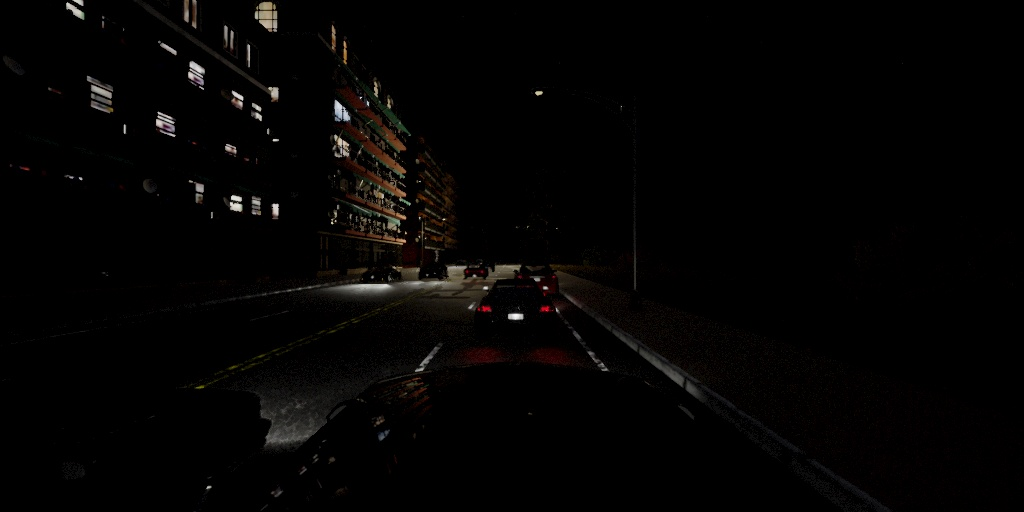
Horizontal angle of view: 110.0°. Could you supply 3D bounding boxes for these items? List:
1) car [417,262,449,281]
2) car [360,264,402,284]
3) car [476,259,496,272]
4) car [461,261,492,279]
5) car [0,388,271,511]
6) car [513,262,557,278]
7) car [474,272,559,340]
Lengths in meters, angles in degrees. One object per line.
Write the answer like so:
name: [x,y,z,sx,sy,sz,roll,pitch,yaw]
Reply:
car: [-6.582,1.257,30.281,1.837,1.490,4.892,0,0,0]
car: [-9.834,1.316,27.251,1.994,1.385,4.181,0,0,0]
car: [-3.120,1.256,45.574,1.837,1.490,4.892,0,0,0]
car: [-3.130,1.353,32.286,1.895,1.301,4.718,0,0,0]
car: [-3.153,1.297,0.811,2.033,1.411,5.357,0,0,0]
car: [1.148,1.103,18.556,2.097,1.767,4.553,0,0,0]
car: [0.100,1.315,9.976,1.994,1.385,4.181,0,0,0]
